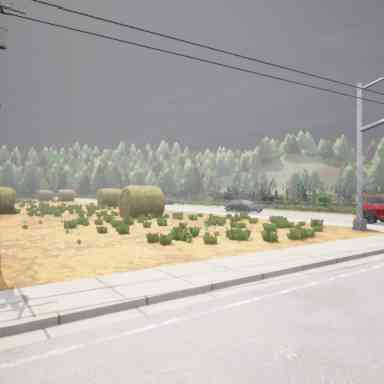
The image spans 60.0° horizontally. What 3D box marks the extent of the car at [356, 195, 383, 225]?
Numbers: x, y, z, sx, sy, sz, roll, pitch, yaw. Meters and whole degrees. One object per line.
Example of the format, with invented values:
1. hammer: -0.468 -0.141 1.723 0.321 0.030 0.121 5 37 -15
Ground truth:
1. car: 13.641 1.190 21.674 2.150 2.045 5.566 0 0 -30

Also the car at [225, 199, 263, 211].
1. car: 5.325 1.491 34.839 1.812 1.442 4.674 0 0 -33

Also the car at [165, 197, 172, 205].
1. car: -5.252 1.529 58.150 1.994 1.385 4.181 0 0 -33
